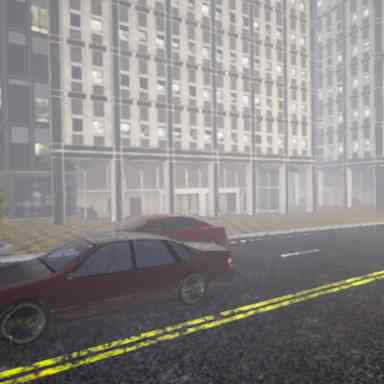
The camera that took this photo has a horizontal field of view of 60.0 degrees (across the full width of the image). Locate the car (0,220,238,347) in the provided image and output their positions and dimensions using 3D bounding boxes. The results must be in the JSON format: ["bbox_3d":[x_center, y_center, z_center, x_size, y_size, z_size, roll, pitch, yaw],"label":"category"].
[{"bbox_3d":[-1.573,1.533,6.485,5.357,1.411,2.033,0,0,-35],"label":"car"}]

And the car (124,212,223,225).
[{"bbox_3d":[-1.132,1.451,10.692,5.008,1.535,1.882,0,0,-34],"label":"car"}]
